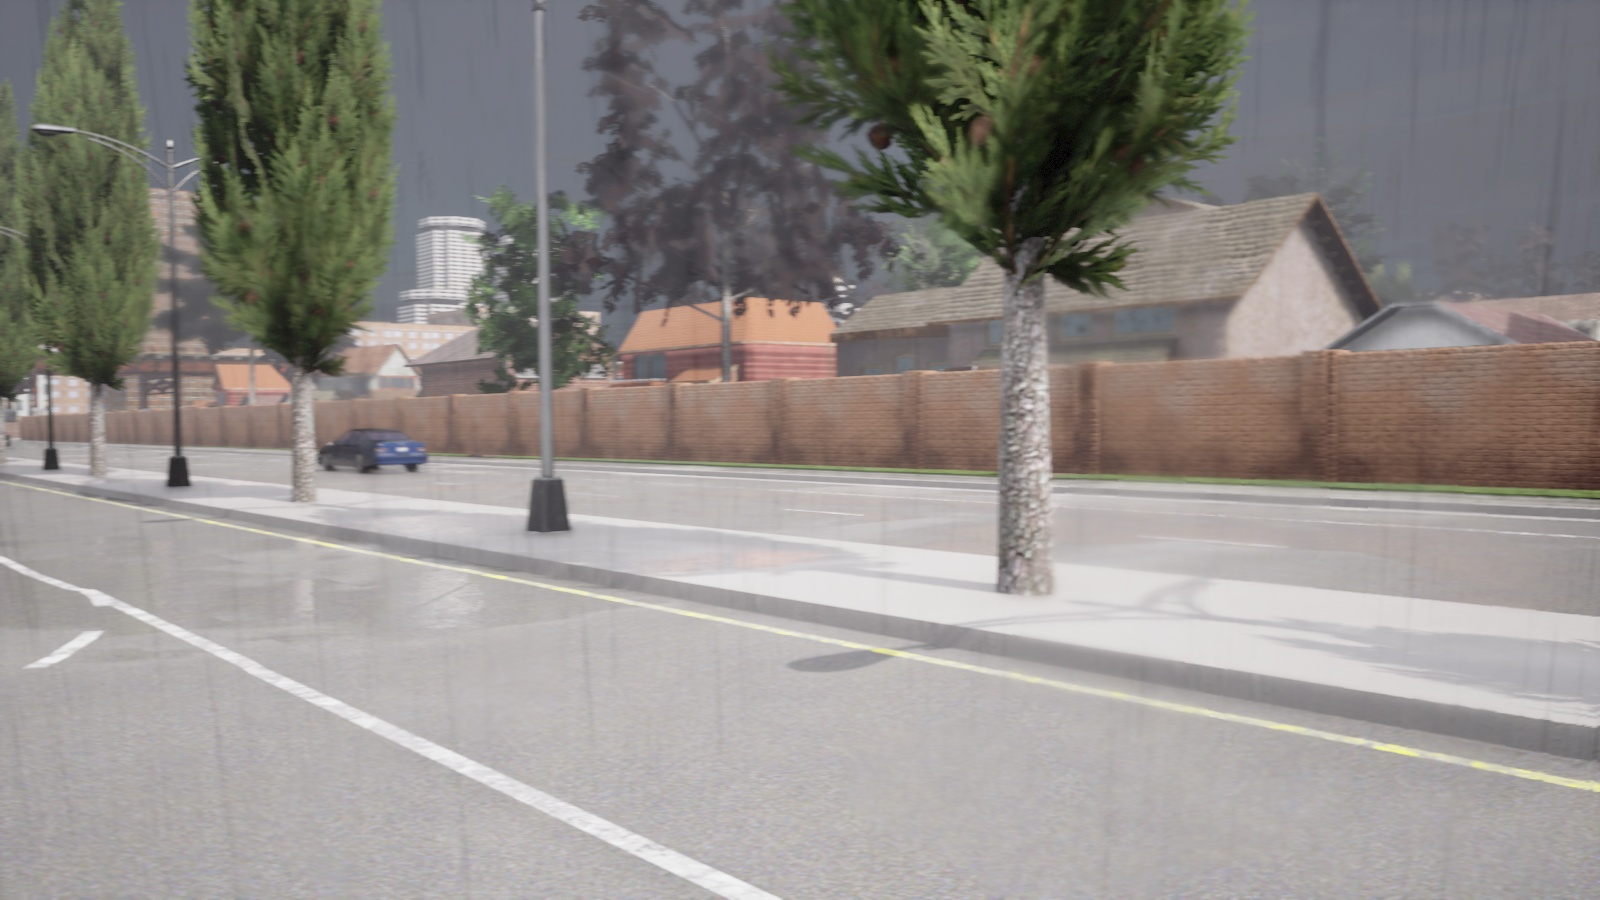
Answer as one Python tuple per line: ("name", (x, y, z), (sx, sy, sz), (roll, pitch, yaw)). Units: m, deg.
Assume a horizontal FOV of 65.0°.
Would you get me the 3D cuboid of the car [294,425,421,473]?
("car", (-14.356, -0.088, 40.538), (2.033, 1.411, 5.357), (-2, 2, -41))
